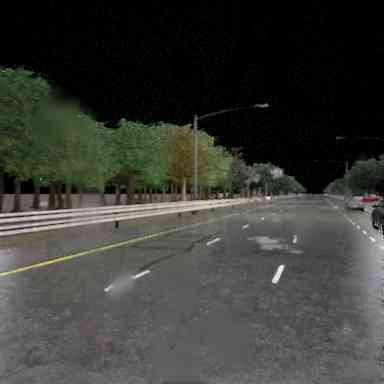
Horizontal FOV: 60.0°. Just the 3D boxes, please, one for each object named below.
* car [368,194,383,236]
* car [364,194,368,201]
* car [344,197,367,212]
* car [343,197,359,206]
[{"bbox_3d":[11.646,1.306,18.738,2.150,2.045,5.566,0,0,21],"label":"car"},{"bbox_3d":[41.838,1.547,77.739,5.566,2.045,2.150,0,0,-45],"label":"car"},{"bbox_3d":[20.676,1.737,42.440,1.994,1.385,4.181,0,0,21],"label":"car"},{"bbox_3d":[29.692,1.738,61.975,2.128,1.511,4.902,0,0,31],"label":"car"}]
